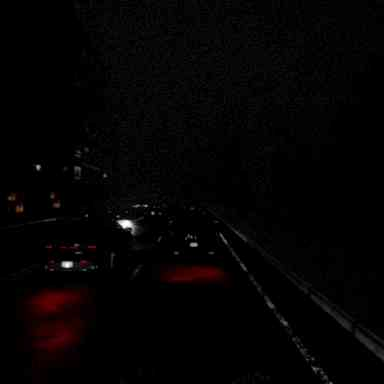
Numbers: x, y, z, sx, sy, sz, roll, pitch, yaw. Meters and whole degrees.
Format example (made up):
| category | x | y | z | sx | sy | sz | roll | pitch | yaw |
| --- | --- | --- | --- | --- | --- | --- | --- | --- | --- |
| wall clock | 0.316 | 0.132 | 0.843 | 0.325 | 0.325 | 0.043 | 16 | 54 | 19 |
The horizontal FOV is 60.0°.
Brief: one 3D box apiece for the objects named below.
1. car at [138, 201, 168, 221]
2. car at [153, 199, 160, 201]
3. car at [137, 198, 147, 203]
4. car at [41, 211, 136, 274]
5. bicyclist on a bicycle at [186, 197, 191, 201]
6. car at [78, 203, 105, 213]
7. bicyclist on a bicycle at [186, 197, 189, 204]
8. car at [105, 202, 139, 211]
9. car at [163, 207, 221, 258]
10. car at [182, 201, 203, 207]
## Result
| category | x | y | z | sx | sy | sz | roll | pitch | yaw |
| --- | --- | --- | --- | --- | --- | --- | --- | --- | --- |
| car | -3.206 | 1.825 | 29.743 | 2.033 | 1.411 | 5.357 | 0 | -1 | 0 |
| car | -7.922 | 2.235 | 74.137 | 1.895 | 1.301 | 4.718 | 0 | -1 | -4 |
| car | -11.248 | 2.054 | 75.195 | 1.882 | 1.535 | 5.008 | 0 | -1 | -4 |
| car | -3.185 | 1.608 | 10.925 | 1.837 | 1.490 | 4.892 | 0 | 0 | 0 |
| bicyclist on a bicycle | -0.576 | 2.137 | 75.077 | 0.866 | 1.612 | 1.509 | 0 | 0 | -4 |
| car | -9.922 | 1.866 | 33.958 | 2.033 | 1.411 | 5.357 | 0 | -1 | 0 |
| bicyclist on a bicycle | -1.208 | 2.147 | 84.130 | 0.659 | 1.776 | 1.843 | 0 | 0 | -4 |
| car | -6.664 | 1.901 | 32.112 | 1.895 | 1.301 | 4.718 | 0 | -1 | 0 |
| car | 0.067 | 1.602 | 13.431 | 1.882 | 1.535 | 5.008 | 0 | 0 | 0 |
| car | 0.022 | 1.672 | 34.203 | 2.097 | 1.767 | 4.553 | 0 | -1 | 0 |
